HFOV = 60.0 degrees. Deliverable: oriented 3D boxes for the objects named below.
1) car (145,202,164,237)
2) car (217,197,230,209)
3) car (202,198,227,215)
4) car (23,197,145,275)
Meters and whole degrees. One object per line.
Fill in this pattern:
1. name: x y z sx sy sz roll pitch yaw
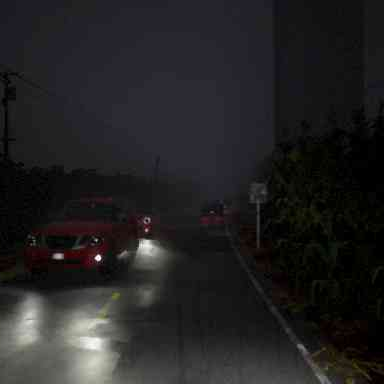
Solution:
1. car: -2.852 1.395 18.117 2.097 1.767 4.553 0 0 4
2. car: 3.823 1.432 43.529 2.128 1.511 4.902 0 0 9
3. car: 2.134 1.556 32.559 1.895 1.301 4.718 0 0 8
4. car: -3.177 1.210 10.836 2.150 2.045 5.566 0 0 1
